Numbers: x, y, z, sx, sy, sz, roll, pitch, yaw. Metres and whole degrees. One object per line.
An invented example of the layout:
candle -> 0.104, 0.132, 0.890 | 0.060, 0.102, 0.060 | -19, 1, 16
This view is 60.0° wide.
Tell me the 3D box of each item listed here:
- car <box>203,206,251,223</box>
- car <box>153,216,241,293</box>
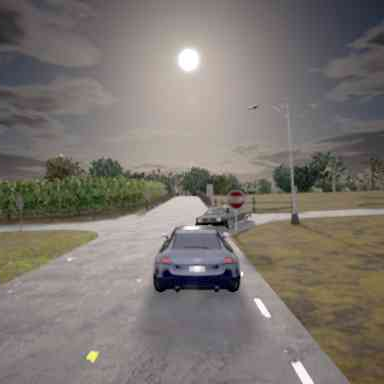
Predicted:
car -> 2.154, 1.523, 21.163 | 1.895, 1.301, 4.718 | -6, 0, 30
car -> 0.100, 1.590, 8.989 | 1.994, 1.385, 4.181 | 0, 0, 0
